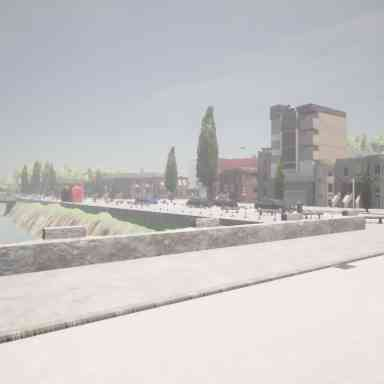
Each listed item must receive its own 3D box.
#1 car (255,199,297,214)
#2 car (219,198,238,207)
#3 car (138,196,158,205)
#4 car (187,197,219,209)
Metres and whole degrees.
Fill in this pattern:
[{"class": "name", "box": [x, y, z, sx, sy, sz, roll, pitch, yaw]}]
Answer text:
[{"class": "car", "box": [8.905, 1.505, 35.724, 1.837, 1.490, 4.892, 0, 0, -36]}, {"class": "car", "box": [4.388, 1.547, 49.229, 2.033, 1.411, 5.357, 0, 0, -36]}, {"class": "car", "box": [-7.933, 1.498, 59.375, 1.882, 1.535, 5.008, 0, 0, -36]}, {"class": "car", "box": [1.168, 1.505, 46.525, 1.837, 1.490, 4.892, 0, 0, -36]}]
